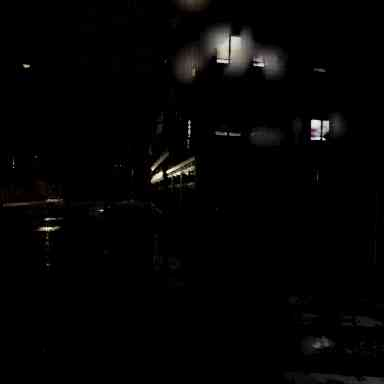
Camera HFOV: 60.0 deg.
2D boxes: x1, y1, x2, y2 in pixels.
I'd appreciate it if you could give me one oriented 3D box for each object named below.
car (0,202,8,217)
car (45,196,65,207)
[{"bbox_3d":[-17.214,1.448,28.159,1.812,1.442,4.674,1,0,-10],"label":"car"},{"bbox_3d":[-20.789,1.411,50.443,1.812,1.442,4.674,1,0,-9],"label":"car"}]
